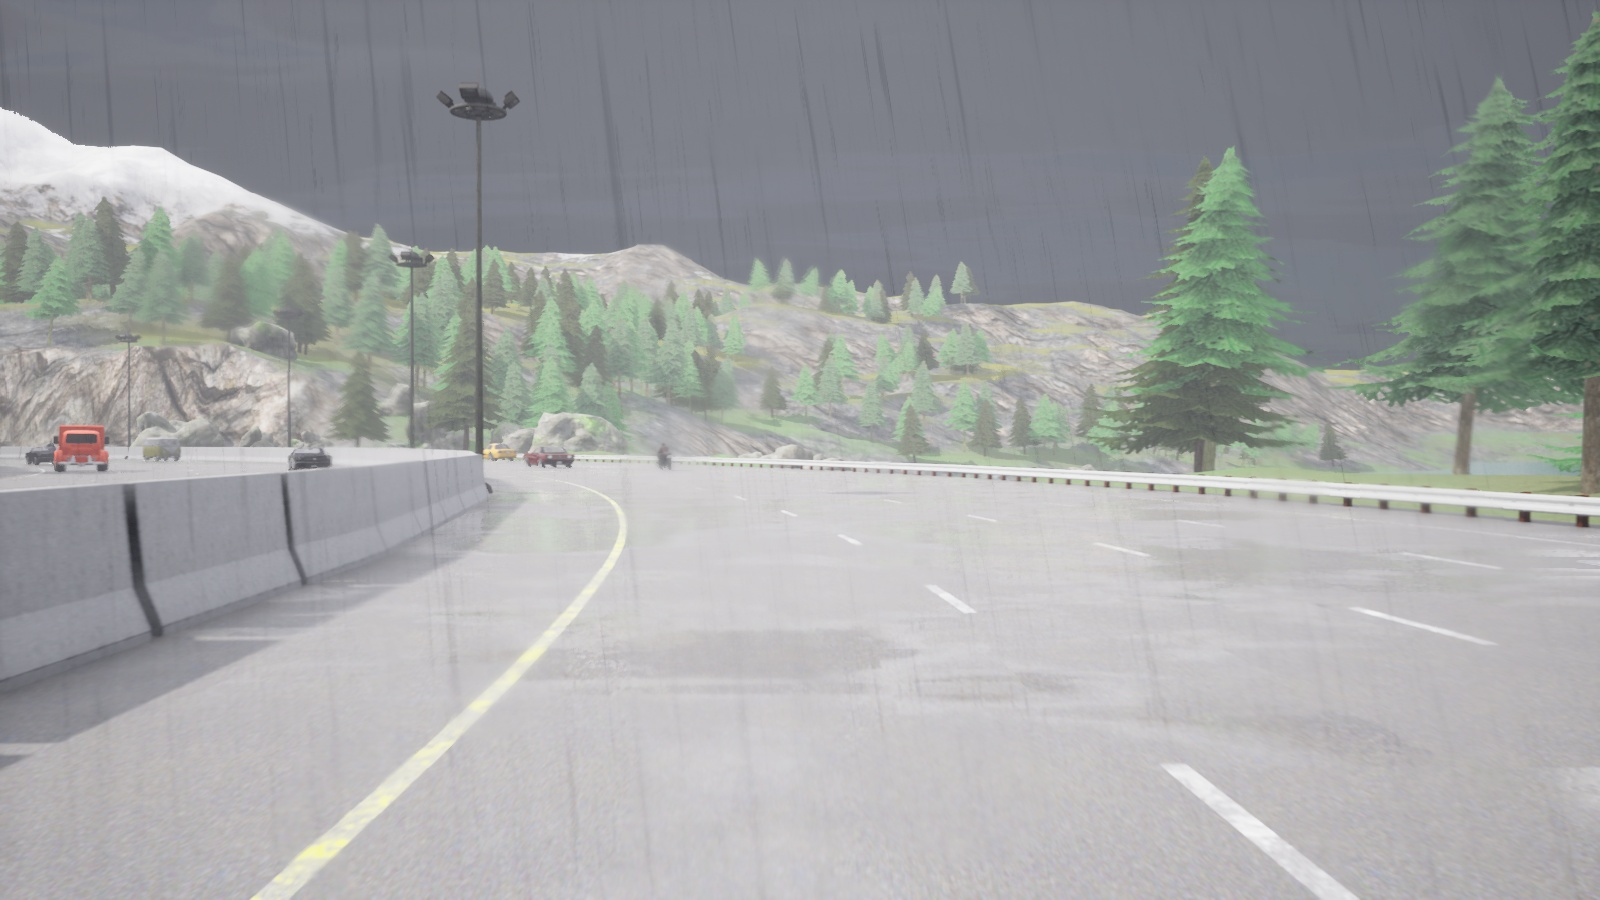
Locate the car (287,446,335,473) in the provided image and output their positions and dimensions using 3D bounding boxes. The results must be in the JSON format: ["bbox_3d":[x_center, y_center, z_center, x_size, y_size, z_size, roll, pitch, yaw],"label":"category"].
[{"bbox_3d":[-25.174,0.468,64.602,1.895,1.301,4.718,0,0,-26],"label":"car"}]

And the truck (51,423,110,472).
[{"bbox_3d":[-38.069,-0.138,66.489,2.627,2.467,5.204,0,0,-29],"label":"truck"}]

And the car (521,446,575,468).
[{"bbox_3d":[-15.289,0.410,75.945,1.895,1.301,4.718,0,0,-28],"label":"car"}]

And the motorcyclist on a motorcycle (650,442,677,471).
[{"bbox_3d":[-7.391,0.341,67.991,0.797,1.523,2.044,-1,1,-25],"label":"motorcyclist on a motorcycle"}]
